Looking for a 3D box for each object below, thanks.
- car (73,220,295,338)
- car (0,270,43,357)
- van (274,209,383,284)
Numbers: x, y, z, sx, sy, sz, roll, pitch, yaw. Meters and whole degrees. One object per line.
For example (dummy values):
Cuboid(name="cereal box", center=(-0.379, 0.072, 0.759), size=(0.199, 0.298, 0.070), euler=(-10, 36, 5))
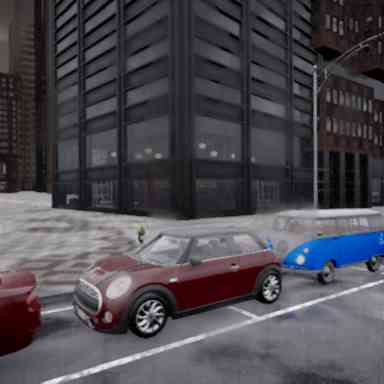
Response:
Cuboid(name="car", center=(-0.152, 1.457, 6.539), size=(4.097, 1.590, 1.967), euler=(0, -1, -35))
Cuboid(name="car", center=(-4.141, 1.537, 3.718), size=(4.507, 1.381, 1.887), euler=(0, -1, -35))
Cuboid(name="van", center=(3.838, 1.381, 9.361), size=(3.998, 1.788, 1.690), euler=(0, -1, -35))
